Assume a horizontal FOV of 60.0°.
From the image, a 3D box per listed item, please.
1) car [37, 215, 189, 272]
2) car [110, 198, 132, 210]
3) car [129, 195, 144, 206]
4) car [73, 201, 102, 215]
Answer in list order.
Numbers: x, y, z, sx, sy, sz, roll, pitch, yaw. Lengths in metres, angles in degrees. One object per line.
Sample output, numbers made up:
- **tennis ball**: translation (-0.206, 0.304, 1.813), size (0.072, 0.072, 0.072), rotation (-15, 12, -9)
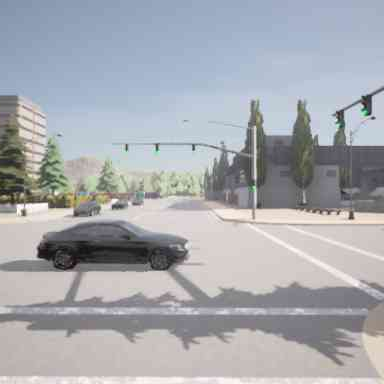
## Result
- **car**: translation (-2.434, 1.607, 10.569), size (4.674, 1.442, 1.812), rotation (0, 0, 1)
- **car**: translation (-10.644, 1.962, 49.236), size (1.895, 1.301, 4.718), rotation (0, 0, 0)
- **car**: translation (-10.593, 1.979, 65.137), size (1.837, 1.490, 4.892), rotation (0, 1, 1)
- **car**: translation (-10.634, 1.754, 34.109), size (1.837, 1.490, 4.892), rotation (0, 0, 0)
